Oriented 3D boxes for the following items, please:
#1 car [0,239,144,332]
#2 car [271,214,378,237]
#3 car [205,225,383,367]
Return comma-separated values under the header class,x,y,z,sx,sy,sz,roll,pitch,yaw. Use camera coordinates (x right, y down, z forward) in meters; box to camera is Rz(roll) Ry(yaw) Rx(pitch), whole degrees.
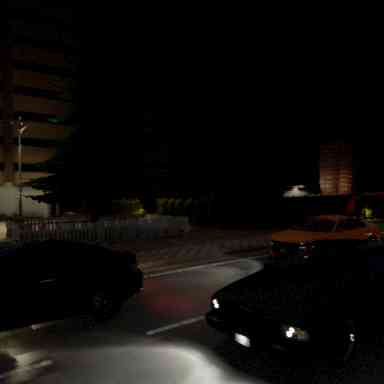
class,x,y,z,sx,sy,sz,roll,pitch,yaw
car,-3.126,1.648,5.995,4.674,1.442,1.812,0,-1,-37
car,4.875,1.586,12.006,5.008,1.535,1.882,0,-1,-37
car,2.803,1.602,6.085,5.357,1.411,2.033,0,-1,-37
